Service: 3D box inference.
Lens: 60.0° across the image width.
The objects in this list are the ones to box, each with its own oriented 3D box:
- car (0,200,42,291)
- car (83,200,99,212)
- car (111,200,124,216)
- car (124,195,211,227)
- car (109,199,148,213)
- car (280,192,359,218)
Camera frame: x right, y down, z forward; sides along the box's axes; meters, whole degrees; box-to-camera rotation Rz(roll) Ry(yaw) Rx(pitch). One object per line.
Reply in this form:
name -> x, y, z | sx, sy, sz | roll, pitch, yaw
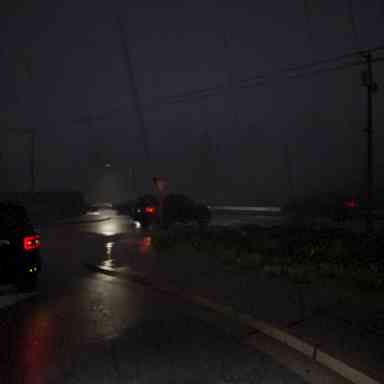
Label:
car -> -5.566, 1.233, 8.204 | 2.150, 2.045, 5.566 | 0, 0, -42
car -> -12.213, 1.556, 36.624 | 4.181, 1.385, 1.994 | 0, 0, 37
car -> -5.349, 1.528, 30.436 | 1.994, 1.385, 4.181 | 0, 0, -38
car -> -1.184, 1.181, 21.268 | 5.566, 2.045, 2.150 | 0, 0, -45
car -> -7.130, 1.523, 37.444 | 4.181, 1.385, 1.994 | 0, 0, 37
car -> 9.482, 1.097, 25.048 | 5.566, 2.045, 2.150 | -2, -1, 37
